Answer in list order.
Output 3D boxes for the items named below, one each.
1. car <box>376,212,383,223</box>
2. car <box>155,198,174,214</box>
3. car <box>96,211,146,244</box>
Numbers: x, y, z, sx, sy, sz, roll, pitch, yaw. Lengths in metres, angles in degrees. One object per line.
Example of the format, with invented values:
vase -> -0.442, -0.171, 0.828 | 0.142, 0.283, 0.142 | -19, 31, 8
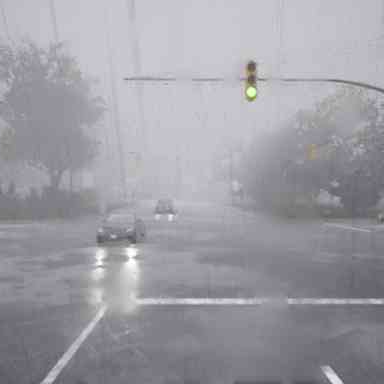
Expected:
car -> 17.410, 1.828, 26.672 | 4.902, 1.511, 2.128 | 0, -1, -3
car -> -3.520, 1.863, 43.448 | 2.150, 2.045, 5.566 | 0, 1, 0
car -> -3.497, 1.744, 17.135 | 1.812, 1.442, 4.674 | 0, -1, 0
